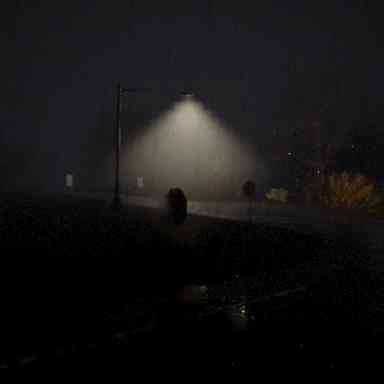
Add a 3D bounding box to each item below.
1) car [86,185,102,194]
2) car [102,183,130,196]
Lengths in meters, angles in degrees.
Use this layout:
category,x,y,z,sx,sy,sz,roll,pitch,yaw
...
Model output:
category,x,y,z,sx,sy,sz,roll,pitch,yaw
car,-17.482,-0.492,59.849,1.882,1.535,5.008,0,2,-35
car,-11.463,-0.413,51.366,2.150,2.045,5.566,0,2,-35
